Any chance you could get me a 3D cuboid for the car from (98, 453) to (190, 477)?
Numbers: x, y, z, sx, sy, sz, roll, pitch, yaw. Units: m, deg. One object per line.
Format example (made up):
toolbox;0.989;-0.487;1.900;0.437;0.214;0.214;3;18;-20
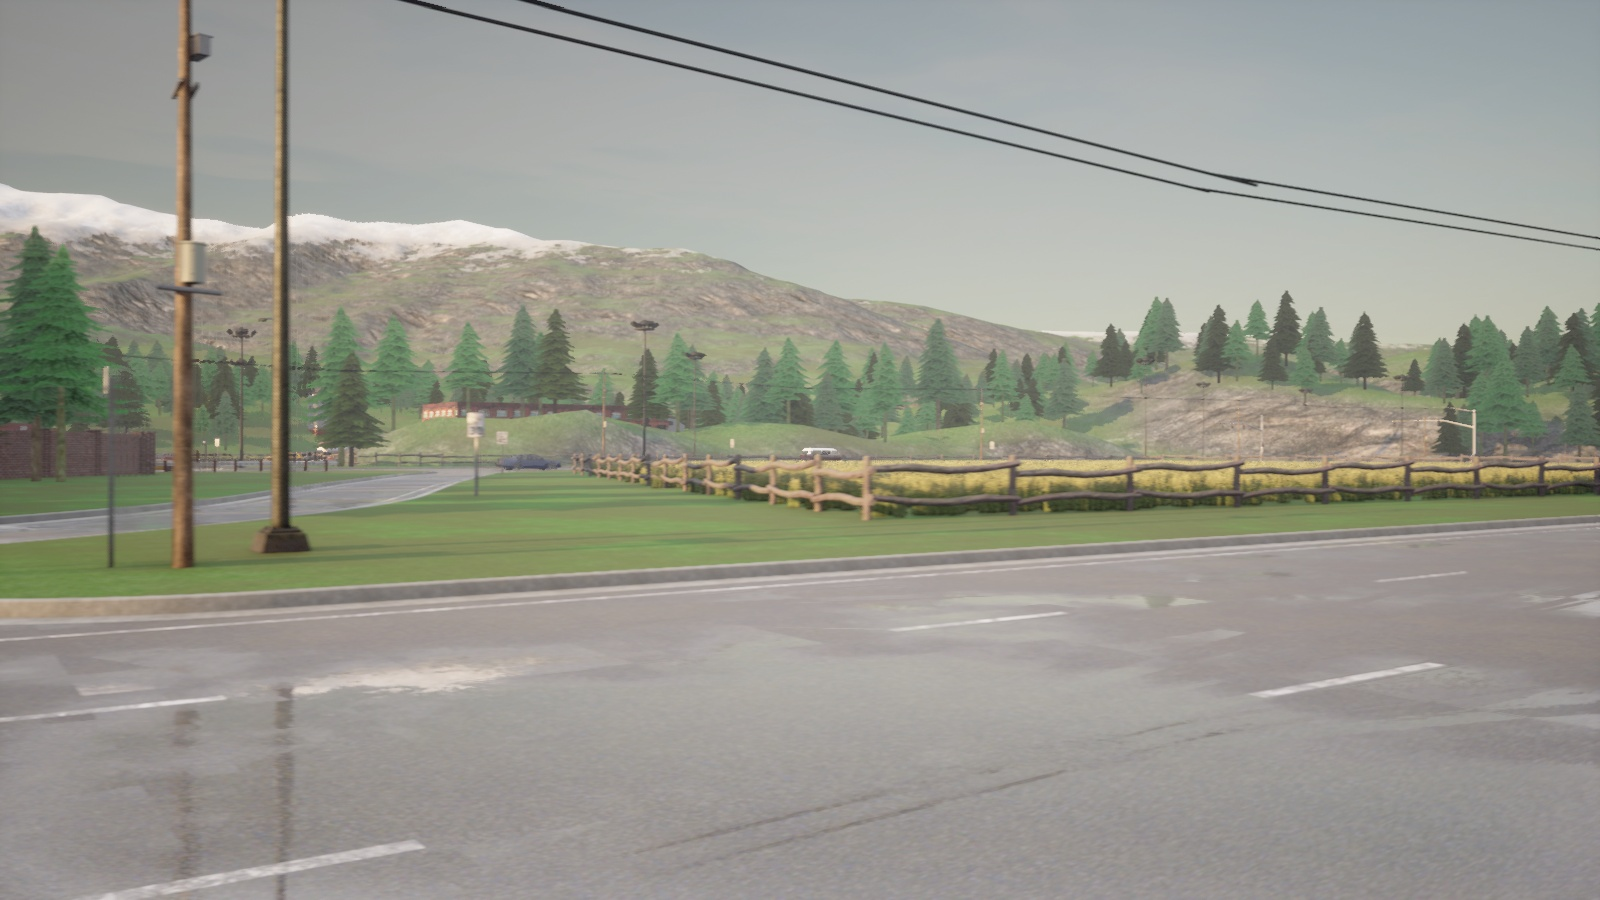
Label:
car;-44.695;0.992;85.577;5.366;1.575;1.801;0;0;-35
